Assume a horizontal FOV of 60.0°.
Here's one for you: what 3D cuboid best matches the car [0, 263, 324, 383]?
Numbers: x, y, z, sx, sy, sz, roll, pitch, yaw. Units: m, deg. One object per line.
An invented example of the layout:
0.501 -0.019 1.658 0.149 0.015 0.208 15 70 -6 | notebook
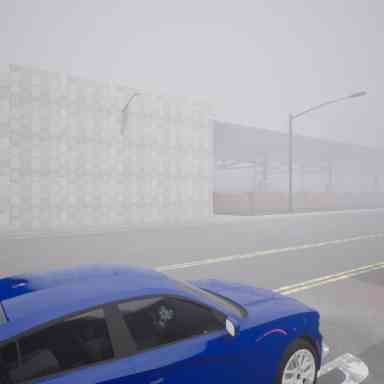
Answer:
-0.743 1.478 3.220 5.008 1.535 1.882 0 0 -36 | car
